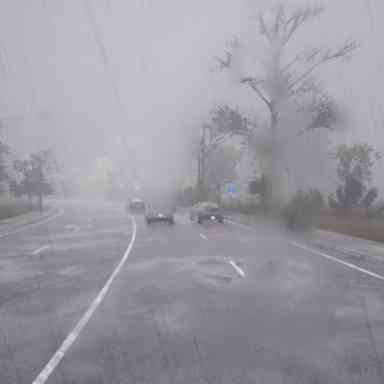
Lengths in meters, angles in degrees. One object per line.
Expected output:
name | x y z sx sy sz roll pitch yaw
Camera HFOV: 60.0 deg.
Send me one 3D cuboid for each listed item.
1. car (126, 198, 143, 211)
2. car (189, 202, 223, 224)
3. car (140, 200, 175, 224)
car | -7.210 1.556 42.344 1.882 1.535 5.008 -1 0 -18
car | 0.991 1.515 25.105 1.837 1.490 4.892 0 0 -11
car | -2.588 1.599 25.128 1.994 1.385 4.181 0 0 -11
